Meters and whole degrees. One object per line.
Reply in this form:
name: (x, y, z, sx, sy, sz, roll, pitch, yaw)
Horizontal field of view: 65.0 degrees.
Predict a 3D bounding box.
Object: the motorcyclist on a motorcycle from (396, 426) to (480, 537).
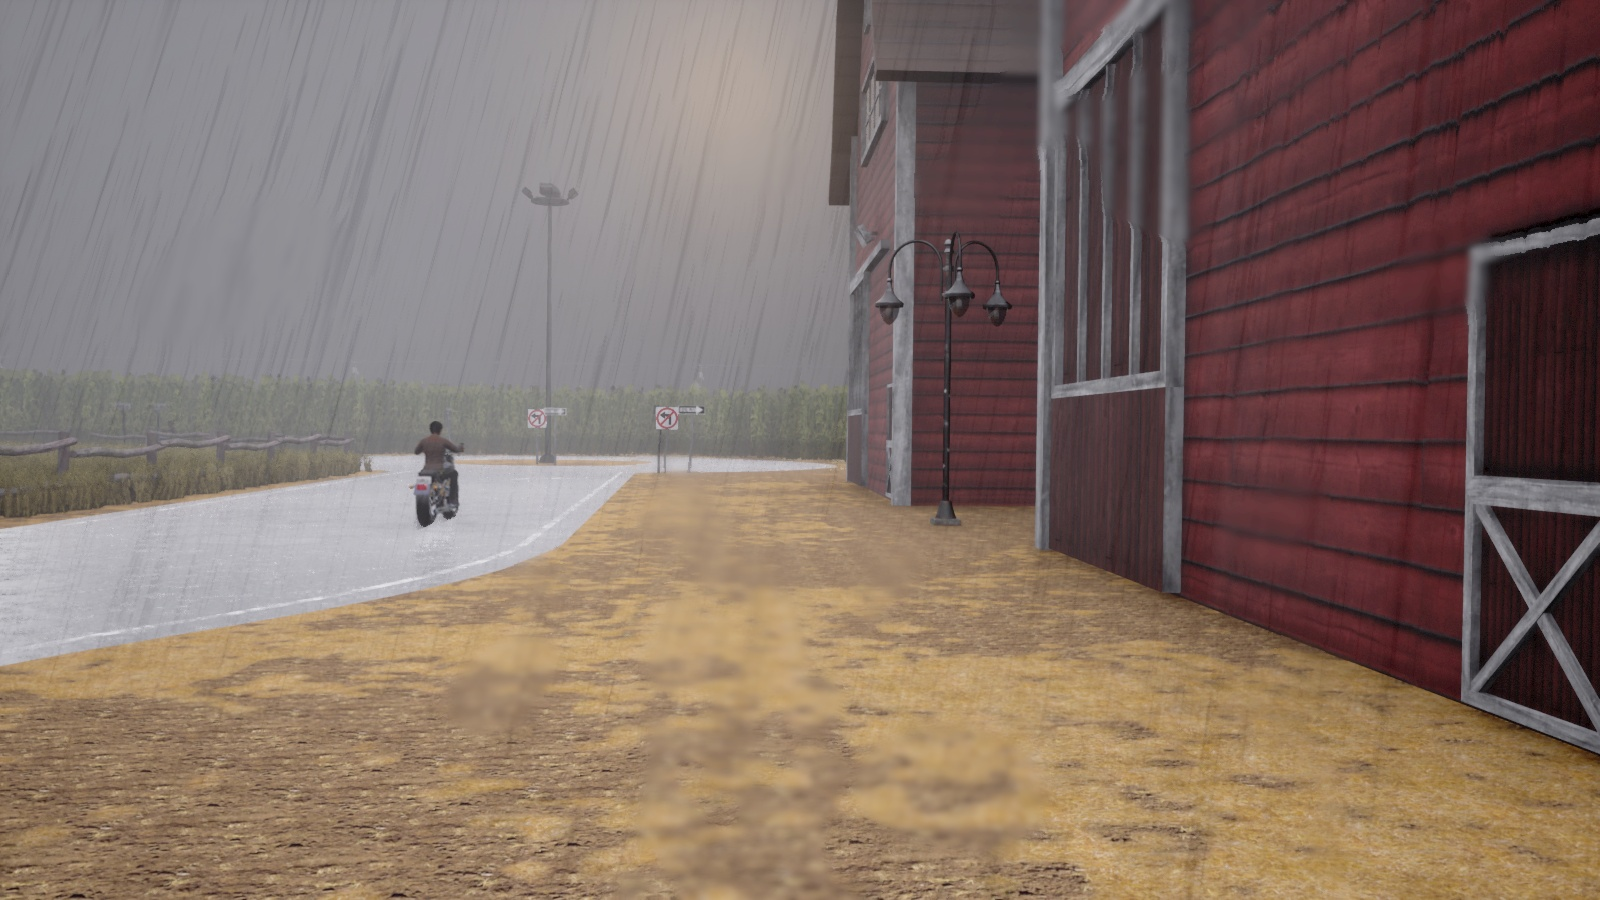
motorcyclist on a motorcycle: (-5.715, 0.456, 19.961, 0.766, 1.649, 2.350, -1, 1, -4)
